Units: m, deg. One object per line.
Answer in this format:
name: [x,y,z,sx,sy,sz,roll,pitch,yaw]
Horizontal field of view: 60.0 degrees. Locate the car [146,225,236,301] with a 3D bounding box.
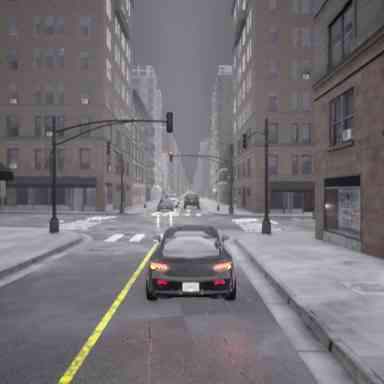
car: [-0.018,1.532,8.236,1.812,1.442,4.674,0,0,0]

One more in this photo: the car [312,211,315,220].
car: [12.276,1.738,26.856,5.008,1.535,1.882,1,0,-1]

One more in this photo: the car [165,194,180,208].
car: [-3.247,1.327,51.411,2.150,2.045,5.566,0,0,0]

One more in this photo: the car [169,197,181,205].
car: [-3.242,1.685,63.428,2.033,1.411,5.357,0,0,0]

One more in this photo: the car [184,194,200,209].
car: [-0.045,1.322,48.708,2.150,2.045,5.566,0,0,0]

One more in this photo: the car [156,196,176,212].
car: [-3.236,1.583,40.842,1.837,1.490,4.892,0,0,-2]
